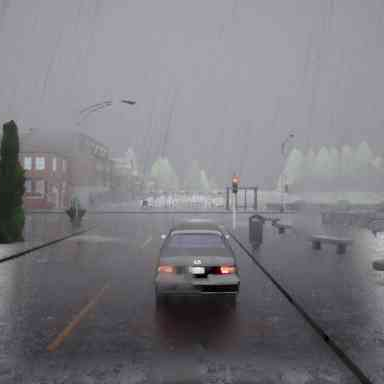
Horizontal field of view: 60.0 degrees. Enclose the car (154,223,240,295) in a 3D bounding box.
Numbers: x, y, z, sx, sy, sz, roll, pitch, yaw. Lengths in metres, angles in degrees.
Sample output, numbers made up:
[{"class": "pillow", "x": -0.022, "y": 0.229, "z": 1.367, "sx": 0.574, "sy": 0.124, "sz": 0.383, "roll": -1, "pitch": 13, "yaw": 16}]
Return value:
[{"class": "car", "x": 0.099, "y": 1.547, "z": 8.879, "sx": 2.033, "sy": 1.411, "sz": 5.357, "roll": 0, "pitch": 0, "yaw": 0}]
